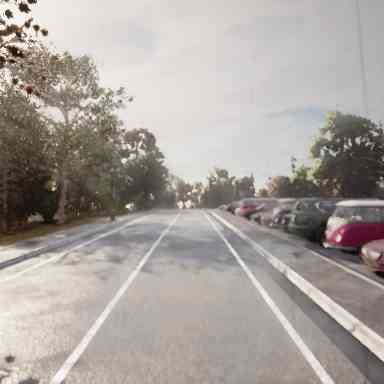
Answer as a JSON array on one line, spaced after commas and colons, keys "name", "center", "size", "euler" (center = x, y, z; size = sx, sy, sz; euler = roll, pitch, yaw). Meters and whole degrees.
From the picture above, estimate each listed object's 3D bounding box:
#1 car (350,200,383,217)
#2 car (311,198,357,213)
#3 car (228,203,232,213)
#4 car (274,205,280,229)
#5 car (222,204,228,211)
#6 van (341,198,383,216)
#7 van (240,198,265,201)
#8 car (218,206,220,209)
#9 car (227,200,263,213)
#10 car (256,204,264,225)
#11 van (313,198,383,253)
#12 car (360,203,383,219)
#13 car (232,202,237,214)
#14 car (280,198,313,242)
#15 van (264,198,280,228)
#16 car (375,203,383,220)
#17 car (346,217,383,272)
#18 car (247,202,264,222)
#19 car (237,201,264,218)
[{"name": "car", "center": [20.150, 1.805, 36.526], "size": [4.553, 1.767, 2.185], "euler": [0, -1, 0]}, {"name": "car", "center": [20.228, 1.894, 47.603], "size": [5.566, 2.045, 2.435], "euler": [0, -1, 0]}, {"name": "car", "center": [7.136, 2.017, 39.519], "size": [4.792, 1.488, 2.163], "euler": [0, -1, 0]}, {"name": "car", "center": [7.097, 1.602, 17.307], "size": [4.792, 1.488, 2.163], "euler": [0, -1, 0]}, {"name": "car", "center": [7.083, 1.788, 42.300], "size": [5.566, 2.045, 2.435], "euler": [0, -1, 0]}, {"name": "van", "center": [20.303, 1.756, 39.297], "size": [4.442, 1.987, 1.878], "euler": [0, -1, 0]}, {"name": "van", "center": [7.214, 1.658, 33.972], "size": [4.442, 1.987, 1.878], "euler": [0, -1, 0]}, {"name": "car", "center": [6.945, 2.293, 53.382], "size": [5.366, 1.575, 1.946], "euler": [0, -1, 0]}, {"name": "car", "center": [7.148, 1.968, 45.069], "size": [4.553, 1.767, 2.185], "euler": [0, -1, 0]}, {"name": "car", "center": [7.080, 1.716, 22.865], "size": [4.674, 1.452, 2.002], "euler": [0, -1, 0]}, {"name": "van", "center": [6.942, 1.303, 11.783], "size": [4.442, 1.987, 1.878], "euler": [0, 0, 0]}, {"name": "car", "center": [20.172, 1.881, 33.878], "size": [5.008, 1.535, 2.097], "euler": [0, -1, 0]}, {"name": "car", "center": [7.104, 1.976, 36.743], "size": [4.674, 1.452, 2.002], "euler": [0, -1, 0]}, {"name": "car", "center": [7.092, 1.285, 14.559], "size": [5.566, 2.045, 2.435], "euler": [0, 0, 0]}, {"name": "van", "center": [6.956, 1.399, 20.094], "size": [4.442, 1.987, 1.878], "euler": [0, -1, 0]}, {"name": "car", "center": [20.167, 1.827, 30.983], "size": [5.008, 1.535, 2.097], "euler": [0, -1, 0]}, {"name": "car", "center": [7.056, 1.562, 9.005], "size": [4.674, 1.452, 2.002], "euler": [0, 0, 0]}, {"name": "car", "center": [7.053, 1.758, 25.642], "size": [4.792, 1.488, 2.163], "euler": [0, -1, 0]}, {"name": "car", "center": [7.098, 1.832, 31.192], "size": [5.008, 1.535, 2.097], "euler": [0, -1, 0]}]
